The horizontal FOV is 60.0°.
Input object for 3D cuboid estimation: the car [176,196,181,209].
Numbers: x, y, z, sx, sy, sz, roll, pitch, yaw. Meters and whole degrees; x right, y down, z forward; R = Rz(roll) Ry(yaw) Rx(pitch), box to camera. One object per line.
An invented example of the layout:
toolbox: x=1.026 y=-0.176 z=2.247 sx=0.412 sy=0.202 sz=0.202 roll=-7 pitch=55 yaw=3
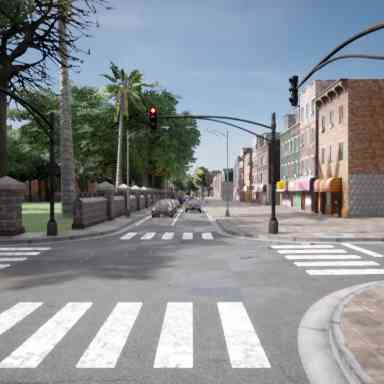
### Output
car: x=-2.601 y=1.493 z=36.275 sx=1.967 sy=1.590 sz=4.097 roll=0 pitch=0 yaw=0

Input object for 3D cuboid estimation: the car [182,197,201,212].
car: x=0.146 y=1.611 z=39.834 sx=2.033 sy=1.411 sz=5.357 roll=0 pitch=0 yaw=0

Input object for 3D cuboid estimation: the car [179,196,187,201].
car: x=-2.541 y=1.902 z=93.161 sx=1.947 sy=1.339 sz=4.313 roll=-1 pitch=0 yaw=0

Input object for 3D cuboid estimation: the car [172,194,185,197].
car: x=-2.910 y=1.393 z=64.223 sx=2.150 sy=2.045 sz=5.566 roll=0 pitch=0 yaw=0

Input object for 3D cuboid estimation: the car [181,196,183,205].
car: x=-2.589 y=1.673 z=47.652 sx=1.802 sy=1.307 sz=4.206 roll=0 pitch=0 yaw=0

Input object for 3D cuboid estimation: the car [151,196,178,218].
car: x=-2.608 y=1.477 z=30.587 sx=1.967 sy=1.590 sz=4.097 roll=0 pitch=0 yaw=0

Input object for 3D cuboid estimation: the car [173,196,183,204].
car: x=-2.941 y=1.706 z=71.192 sx=1.837 sy=1.490 sz=4.892 roll=0 pitch=0 yaw=0

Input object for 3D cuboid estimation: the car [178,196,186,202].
car: x=-2.547 y=1.849 z=87.472 sx=2.008 sy=1.369 sz=4.403 roll=-1 pitch=0 yaw=0

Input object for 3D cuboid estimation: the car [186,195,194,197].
car: x=0.179 y=1.672 z=69.665 sx=1.882 sy=1.535 sz=5.008 roll=0 pitch=-1 yaw=0
